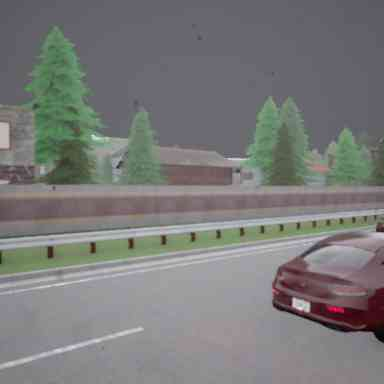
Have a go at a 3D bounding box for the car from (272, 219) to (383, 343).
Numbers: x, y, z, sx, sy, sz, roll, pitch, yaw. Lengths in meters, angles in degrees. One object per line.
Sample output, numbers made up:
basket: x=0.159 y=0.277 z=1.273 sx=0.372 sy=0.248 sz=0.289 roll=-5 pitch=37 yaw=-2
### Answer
car: x=3.475 y=1.479 z=6.240 sx=4.674 sy=1.442 sz=1.812 roll=-1 pitch=0 yaw=-36
